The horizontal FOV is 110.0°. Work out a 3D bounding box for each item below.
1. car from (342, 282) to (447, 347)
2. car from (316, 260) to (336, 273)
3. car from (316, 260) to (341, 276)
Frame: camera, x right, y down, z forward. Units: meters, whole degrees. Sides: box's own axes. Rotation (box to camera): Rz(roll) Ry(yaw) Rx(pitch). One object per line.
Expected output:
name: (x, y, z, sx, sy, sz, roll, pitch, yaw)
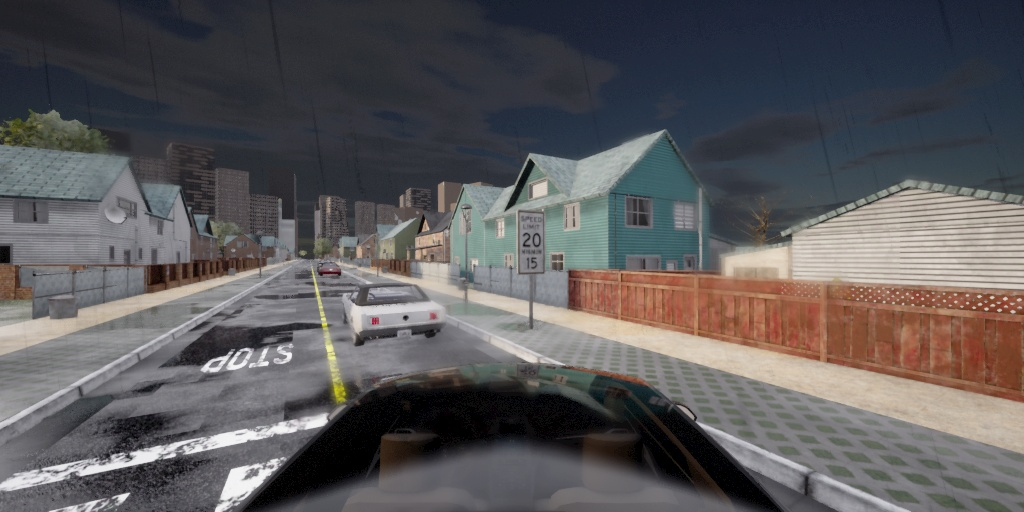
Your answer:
car: (-3.370, 1.353, 9.547, 1.895, 1.301, 4.718, 0, 0, -29)
car: (-23.752, 1.255, 45.619, 2.128, 1.511, 4.902, 0, 0, -29)
car: (-18.884, 1.324, 37.117, 1.994, 1.385, 4.181, 0, 0, -30)
